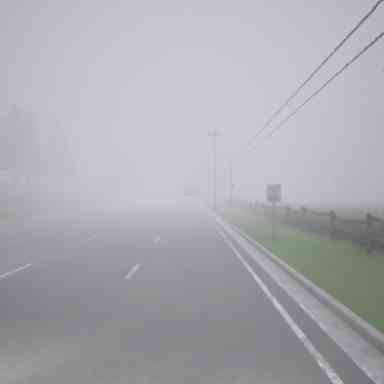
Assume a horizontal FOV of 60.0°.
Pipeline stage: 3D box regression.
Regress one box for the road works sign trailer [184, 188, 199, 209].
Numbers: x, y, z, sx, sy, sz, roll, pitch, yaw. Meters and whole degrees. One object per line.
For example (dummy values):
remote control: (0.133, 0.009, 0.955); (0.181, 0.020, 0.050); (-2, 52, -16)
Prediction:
road works sign trailer: (0.005, 0.993, 55.686); (2.380, 3.560, 2.880); (0, -1, 0)
